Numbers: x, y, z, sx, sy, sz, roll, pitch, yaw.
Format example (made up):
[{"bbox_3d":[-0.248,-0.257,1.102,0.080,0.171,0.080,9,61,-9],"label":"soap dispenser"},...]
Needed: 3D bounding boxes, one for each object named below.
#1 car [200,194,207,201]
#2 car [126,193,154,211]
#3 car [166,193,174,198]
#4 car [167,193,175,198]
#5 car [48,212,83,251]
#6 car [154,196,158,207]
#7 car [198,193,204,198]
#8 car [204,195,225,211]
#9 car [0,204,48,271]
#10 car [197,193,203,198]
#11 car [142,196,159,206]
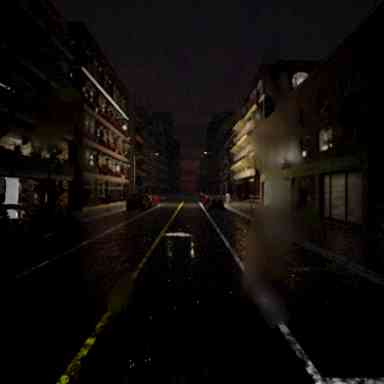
[{"bbox_3d":[2.577,1.234,47.416,1.887,1.381,4.507,0,0,0],"label":"car"},{"bbox_3d":[-5.775,1.082,36.126,2.192,1.841,5.009,0,0,0],"label":"car"},{"bbox_3d":[-5.900,0.980,86.851,2.008,1.369,4.403,0,0,0],"label":"car"},{"bbox_3d":[-5.914,0.942,92.488,2.008,1.369,4.403,0,0,0],"label":"car"},{"bbox_3d":[-5.721,1.496,13.583,1.802,1.307,4.206,0,0,0],"label":"car"},{"bbox_3d":[-5.790,1.170,41.762,1.967,1.590,4.097,0,0,0],"label":"car"},{"bbox_3d":[2.467,0.913,92.674,1.752,1.417,4.829,0,0,0],"label":"car"},{"bbox_3d":[2.604,1.288,36.314,1.752,1.417,4.829,0,0,0],"label":"car"},{"bbox_3d":[-5.706,1.265,7.945,2.192,1.841,5.009,0,0,0],"label":"car"},{"bbox_3d":[2.522,1.091,69.960,2.008,1.369,4.403,0,0,0],"label":"car"},{"bbox_3d":[-5.803,1.237,47.400,1.887,1.381,4.507,0,0,0],"label":"car"}]
